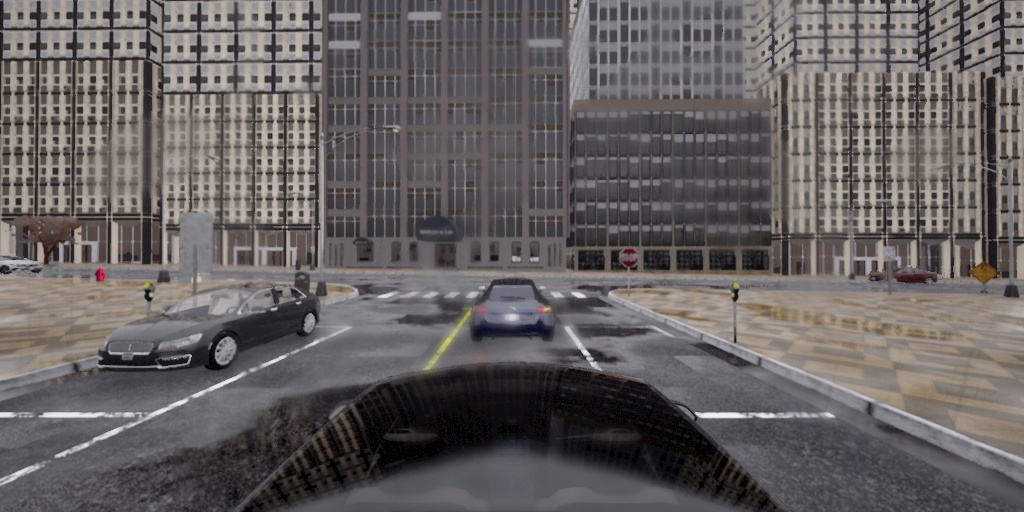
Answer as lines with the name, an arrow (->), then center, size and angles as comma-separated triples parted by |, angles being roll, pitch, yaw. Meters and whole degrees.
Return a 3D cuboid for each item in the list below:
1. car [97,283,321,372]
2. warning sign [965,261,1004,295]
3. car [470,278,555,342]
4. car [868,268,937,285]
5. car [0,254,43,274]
car -> -5.810, 1.288, 7.602 | 2.007, 1.370, 4.403 | 0, 0, 0
warning sign -> 26.625, 1.205, 20.219 | 1.060, 1.860, 1.300 | 0, 0, 1
car -> 0.015, 1.297, 9.761 | 1.994, 1.385, 4.181 | 0, 0, 0
car -> 35.641, 1.813, 32.788 | 5.008, 1.535, 1.882 | 1, 0, 1
car -> -38.588, 0.604, 27.137 | 4.674, 1.442, 1.812 | 1, 0, 1
